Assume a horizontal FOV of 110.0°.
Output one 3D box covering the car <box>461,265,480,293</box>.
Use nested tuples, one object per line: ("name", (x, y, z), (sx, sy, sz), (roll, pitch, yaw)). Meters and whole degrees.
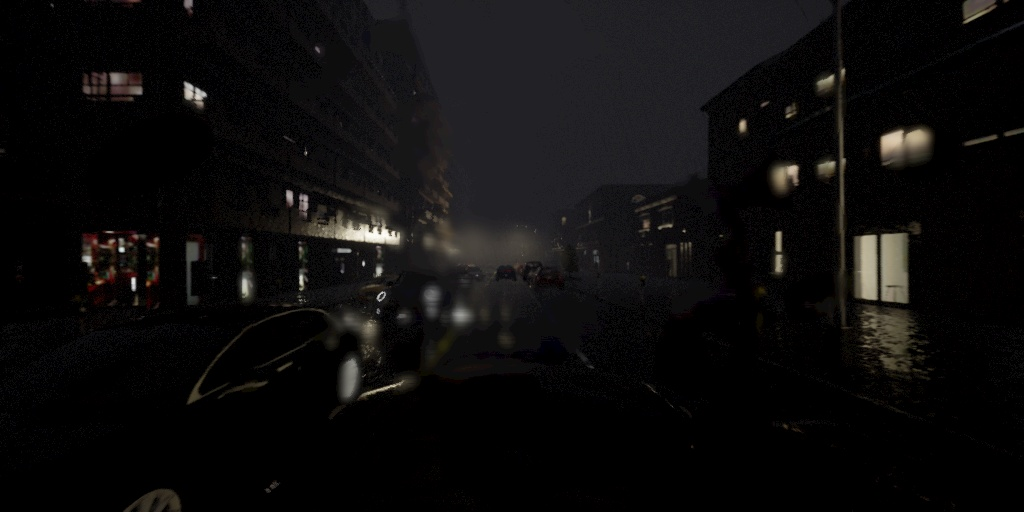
("car", (-3.501, 1.529, 23.088), (2.128, 1.511, 4.902), (0, -1, -1))

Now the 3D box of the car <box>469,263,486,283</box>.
("car", (-3.679, 1.691, 33.341), (1.812, 1.442, 4.674), (0, -1, -1))

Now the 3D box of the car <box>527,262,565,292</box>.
("car", (2.296, 1.436, 23.668), (1.967, 1.591, 4.097), (0, 0, -1))

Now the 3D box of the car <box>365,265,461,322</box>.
("car", (-3.293, 1.264, 13.004), (2.097, 1.767, 4.553), (0, -1, -1))

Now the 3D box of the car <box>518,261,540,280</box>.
("car", (2.029, 1.454, 35.018), (2.192, 1.841, 5.009), (0, 0, -1))

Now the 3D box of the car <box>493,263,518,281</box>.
("car", (-0.577, 1.644, 35.483), (1.882, 1.535, 5.008), (0, -1, -1))

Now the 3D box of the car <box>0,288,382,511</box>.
("car", (-3.088, 1.300, 3.541), (1.837, 1.490, 4.892), (0, -1, -1))

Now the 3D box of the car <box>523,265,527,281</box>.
("car", (2.151, 1.650, 29.342), (1.802, 1.307, 4.207), (0, 0, -1))
